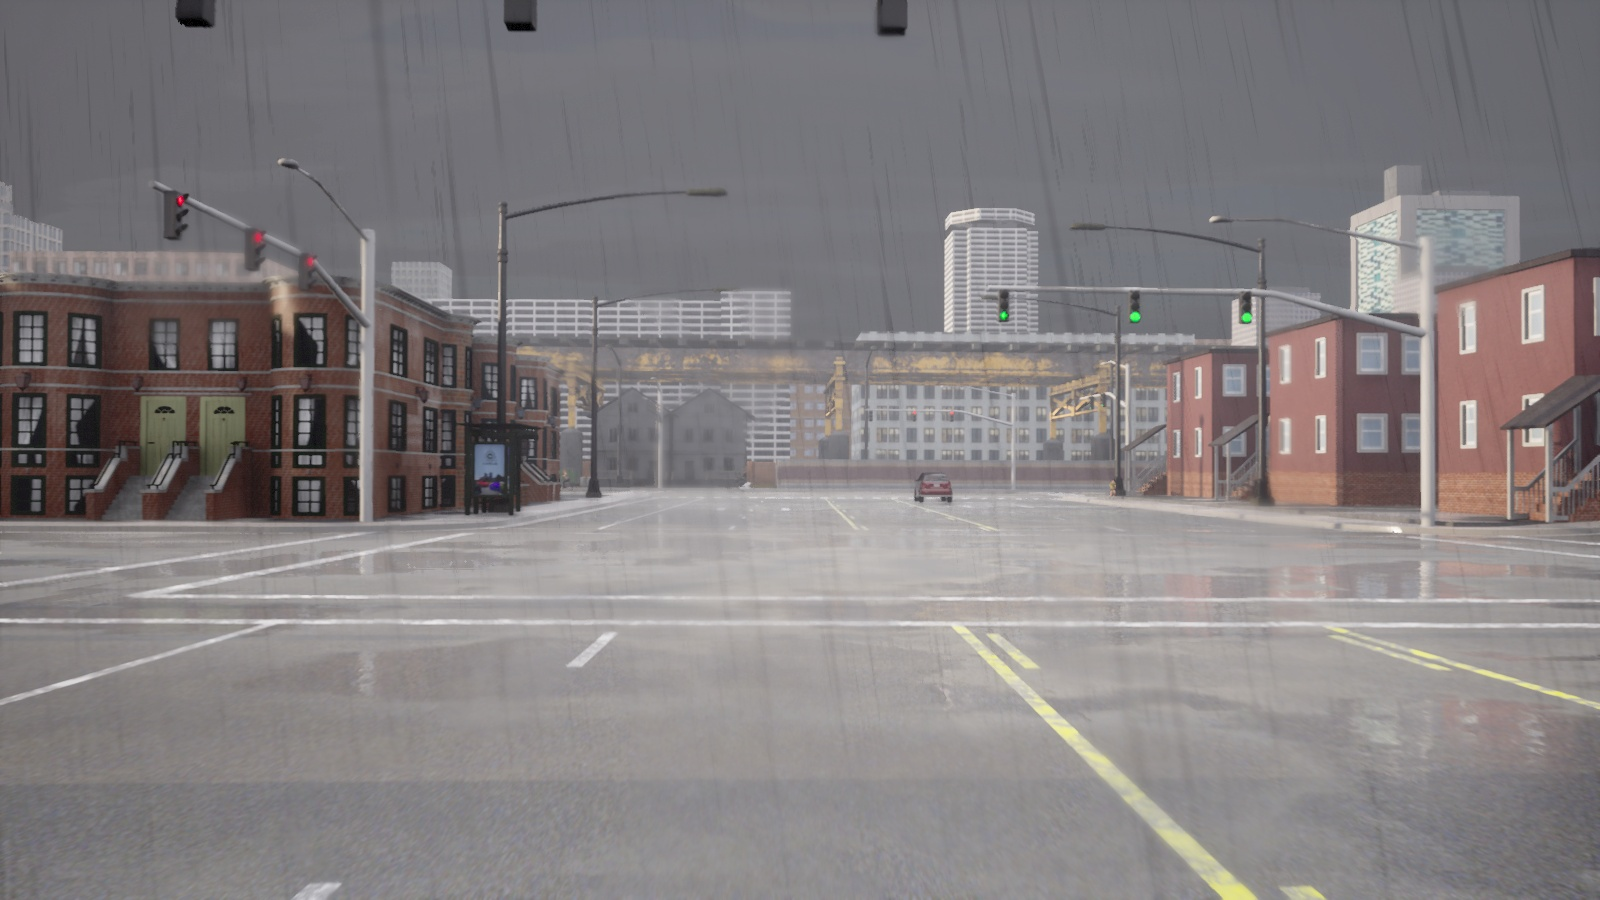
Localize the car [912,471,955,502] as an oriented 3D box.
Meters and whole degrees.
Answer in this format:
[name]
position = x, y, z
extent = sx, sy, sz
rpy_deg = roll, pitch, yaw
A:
[car]
position = 6.842, 1.849, 64.725
extent = 1.789, 1.549, 3.705
rpy_deg = 0, -1, 0
